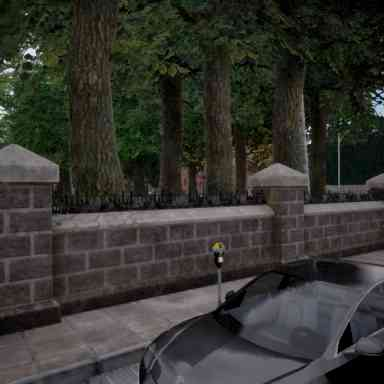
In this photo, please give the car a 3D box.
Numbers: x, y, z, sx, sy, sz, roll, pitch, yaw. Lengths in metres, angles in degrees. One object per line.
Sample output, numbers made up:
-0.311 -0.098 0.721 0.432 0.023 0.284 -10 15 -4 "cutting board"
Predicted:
1.505 1.565 3.894 4.313 1.339 1.947 0 -1 -36 "car"
